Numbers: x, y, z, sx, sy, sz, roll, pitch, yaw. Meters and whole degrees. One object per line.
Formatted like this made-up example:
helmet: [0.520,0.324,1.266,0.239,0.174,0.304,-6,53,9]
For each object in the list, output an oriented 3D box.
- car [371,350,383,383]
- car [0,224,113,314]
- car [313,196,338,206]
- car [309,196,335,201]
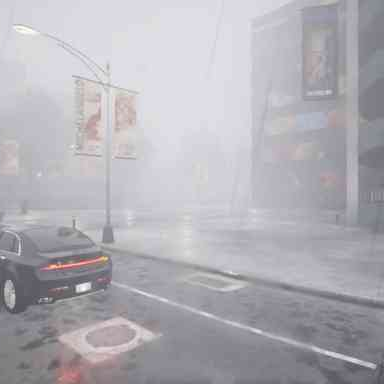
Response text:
car: [3.773,1.547,1.434,5.357,1.411,2.033,0,0,32]
car: [-3.776,1.505,7.753,4.892,1.490,1.837,0,0,43]
car: [21.754,1.413,53.937,2.161,1.482,4.786,0,0,43]
car: [16.349,1.320,42.252,2.002,1.452,4.674,0,0,43]
